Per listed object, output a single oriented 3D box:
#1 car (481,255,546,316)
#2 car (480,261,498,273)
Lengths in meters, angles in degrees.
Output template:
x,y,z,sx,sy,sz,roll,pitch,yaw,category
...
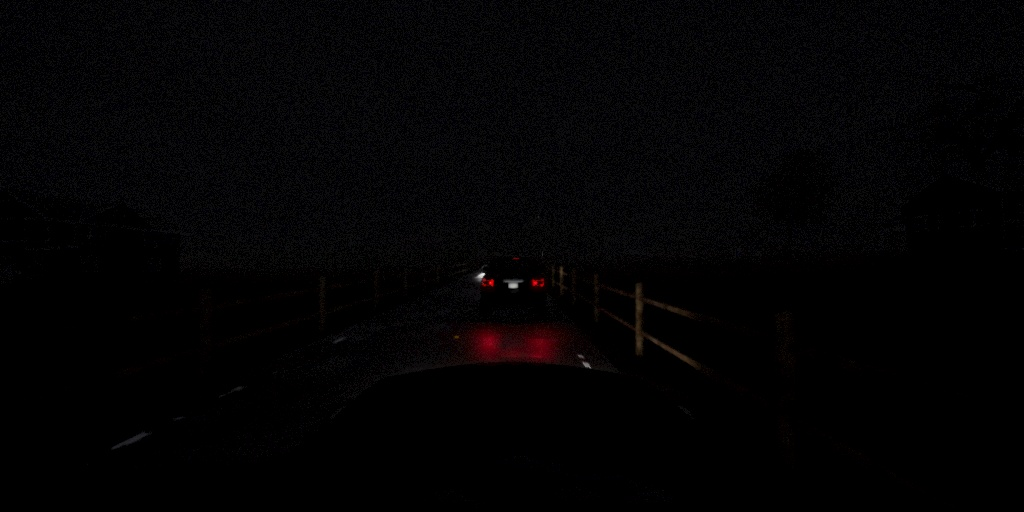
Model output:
x,y,z,sx,sy,sz,roll,pitch,yaw,category
0.063,0.994,13.682,2.150,2.045,5.566,0,0,0,car
-2.846,1.332,44.711,1.895,1.301,4.718,0,0,0,car
